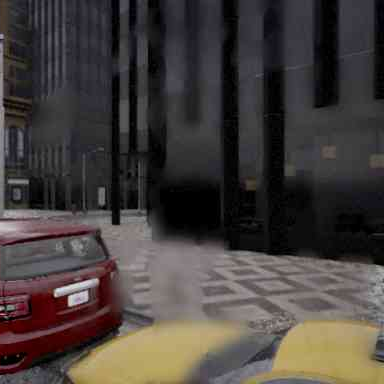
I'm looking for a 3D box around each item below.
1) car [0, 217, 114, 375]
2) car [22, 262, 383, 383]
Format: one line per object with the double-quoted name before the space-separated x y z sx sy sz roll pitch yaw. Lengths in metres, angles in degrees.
"car" -3.277 1.343 5.296 5.009 1.841 2.192 0 0 35
"car" 1.003 1.527 2.245 4.829 1.417 1.752 0 0 35
